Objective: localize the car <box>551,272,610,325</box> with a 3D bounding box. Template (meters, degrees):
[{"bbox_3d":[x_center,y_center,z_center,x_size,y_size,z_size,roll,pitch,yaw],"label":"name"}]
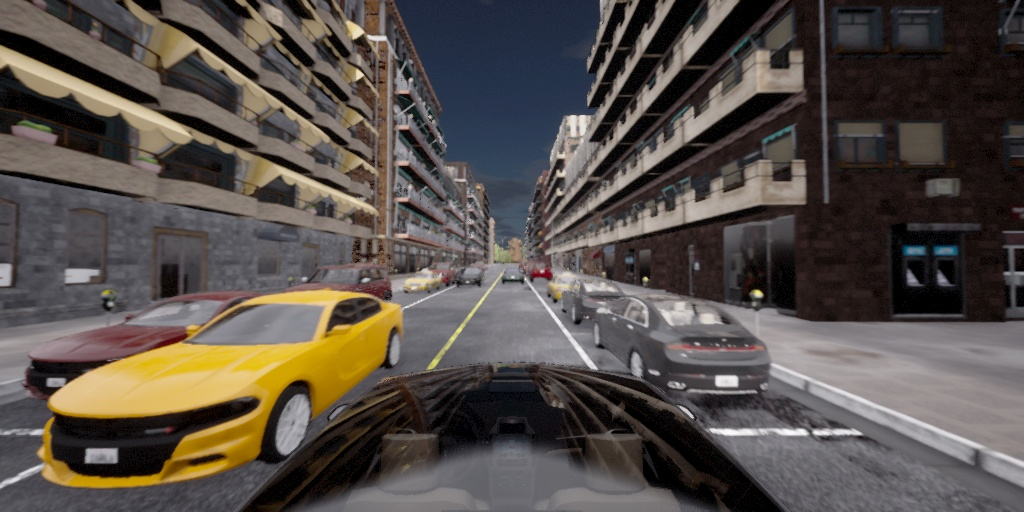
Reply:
[{"bbox_3d":[2.690,1.443,12.249,2.007,1.370,4.403,0,0,0],"label":"car"}]

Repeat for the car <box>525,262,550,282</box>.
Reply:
[{"bbox_3d":[2.683,1.512,34.519,2.192,1.841,5.009,0,0,0],"label":"car"}]

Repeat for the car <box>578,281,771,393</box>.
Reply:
[{"bbox_3d":[2.691,1.368,6.682,2.007,1.370,4.403,0,0,0],"label":"car"}]

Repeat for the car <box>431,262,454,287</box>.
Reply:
[{"bbox_3d":[-5.696,1.436,28.982,2.192,1.841,5.009,0,0,0],"label":"car"}]

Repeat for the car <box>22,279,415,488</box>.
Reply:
[{"bbox_3d":[-3.097,1.275,5.209,1.882,1.535,5.008,0,-1,0],"label":"car"}]

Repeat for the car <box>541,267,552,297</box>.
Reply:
[{"bbox_3d":[2.688,1.494,17.987,1.751,1.417,4.829,0,0,0],"label":"car"}]

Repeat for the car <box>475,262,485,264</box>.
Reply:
[{"bbox_3d":[-5.706,1.898,62.386,2.192,1.841,5.009,0,0,0],"label":"car"}]

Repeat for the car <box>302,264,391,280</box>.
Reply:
[{"bbox_3d":[-5.691,1.208,12.281,2.192,1.841,5.009,0,0,0],"label":"car"}]

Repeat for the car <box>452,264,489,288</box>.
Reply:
[{"bbox_3d":[-3.107,1.580,27.598,1.882,1.535,5.008,0,-1,0],"label":"car"}]

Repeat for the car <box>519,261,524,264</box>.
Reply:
[{"bbox_3d":[2.676,1.820,56.787,2.192,1.841,5.009,0,0,0],"label":"car"}]

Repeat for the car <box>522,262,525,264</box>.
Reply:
[{"bbox_3d":[2.678,1.973,51.220,1.888,1.381,4.507,0,0,0],"label":"car"}]

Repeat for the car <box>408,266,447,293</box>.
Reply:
[{"bbox_3d":[-5.695,1.571,23.245,1.751,1.417,4.829,0,0,0],"label":"car"}]

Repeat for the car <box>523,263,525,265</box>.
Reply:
[{"bbox_3d":[2.680,1.902,45.654,2.007,1.370,4.403,0,0,0],"label":"car"}]

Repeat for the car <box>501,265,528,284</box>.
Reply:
[{"bbox_3d":[0.092,1.722,31.643,1.994,1.385,4.181,0,-1,0],"label":"car"}]
